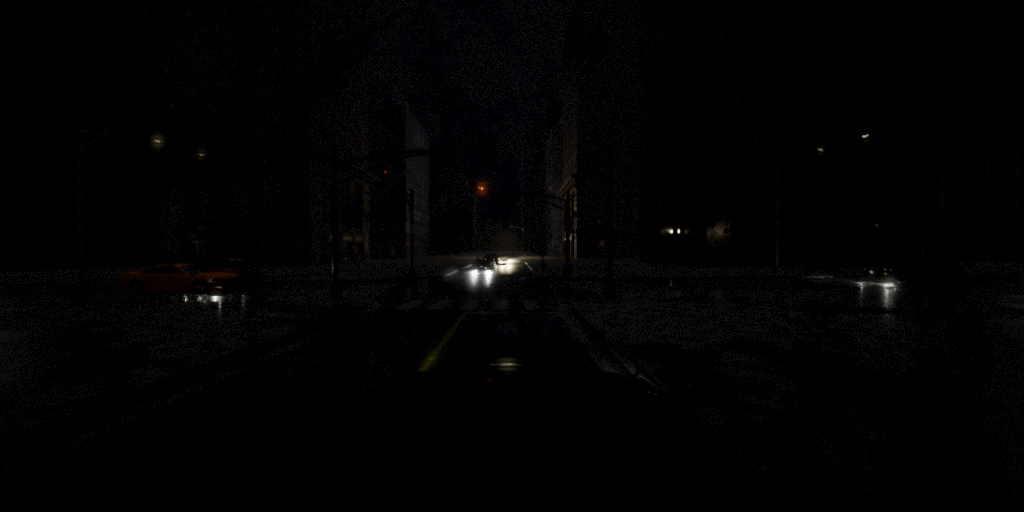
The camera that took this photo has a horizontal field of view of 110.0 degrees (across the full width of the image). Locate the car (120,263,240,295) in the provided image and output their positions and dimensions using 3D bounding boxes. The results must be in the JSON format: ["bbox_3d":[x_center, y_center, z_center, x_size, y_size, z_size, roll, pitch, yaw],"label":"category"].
[{"bbox_3d":[-16.500,1.116,17.972,5.008,1.535,1.882,0,1,0],"label":"car"}]

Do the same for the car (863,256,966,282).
[{"bbox_3d":[23.783,0.706,21.286,4.892,1.490,1.837,-1,1,0],"label":"car"}]

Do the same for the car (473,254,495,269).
[{"bbox_3d":[-3.142,0.729,38.774,1.895,1.301,4.718,0,1,0],"label":"car"}]

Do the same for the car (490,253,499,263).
[{"bbox_3d":[-3.137,0.353,54.803,1.837,1.490,4.892,0,1,0],"label":"car"}]
